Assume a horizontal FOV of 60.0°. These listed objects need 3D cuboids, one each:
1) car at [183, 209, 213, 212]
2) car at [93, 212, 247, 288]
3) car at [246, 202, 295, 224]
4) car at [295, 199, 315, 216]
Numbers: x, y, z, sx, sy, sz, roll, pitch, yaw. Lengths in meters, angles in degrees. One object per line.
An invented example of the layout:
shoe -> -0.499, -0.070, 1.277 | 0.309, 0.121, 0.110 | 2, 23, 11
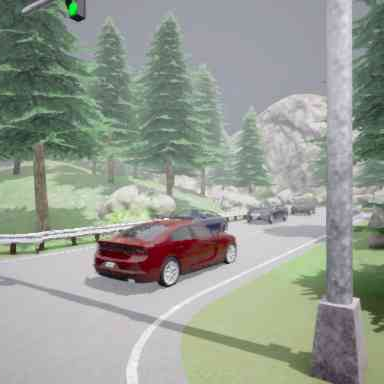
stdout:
car -> 0.139, 1.578, 16.820 | 1.994, 1.385, 4.181 | 0, 0, 34
car -> -0.459, 1.540, 9.566 | 1.882, 1.535, 5.008 | 0, -1, 34
car -> 5.747, 1.506, 25.033 | 2.128, 1.511, 4.902 | 0, 0, 34
car -> 11.293, 1.519, 33.614 | 1.837, 1.490, 4.892 | 0, 0, 27
